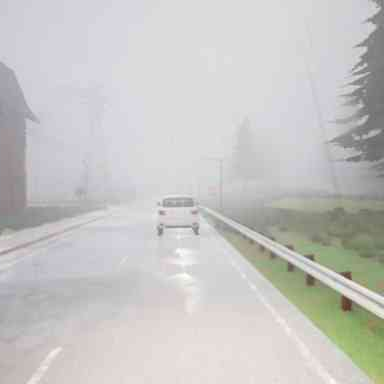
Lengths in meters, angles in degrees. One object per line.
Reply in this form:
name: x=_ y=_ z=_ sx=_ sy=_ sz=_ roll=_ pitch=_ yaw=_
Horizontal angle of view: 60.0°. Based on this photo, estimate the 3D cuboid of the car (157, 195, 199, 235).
car: x=-0.801 y=1.176 z=18.847 sx=2.150 sy=2.045 sz=5.566 roll=-1 pitch=0 yaw=-3
